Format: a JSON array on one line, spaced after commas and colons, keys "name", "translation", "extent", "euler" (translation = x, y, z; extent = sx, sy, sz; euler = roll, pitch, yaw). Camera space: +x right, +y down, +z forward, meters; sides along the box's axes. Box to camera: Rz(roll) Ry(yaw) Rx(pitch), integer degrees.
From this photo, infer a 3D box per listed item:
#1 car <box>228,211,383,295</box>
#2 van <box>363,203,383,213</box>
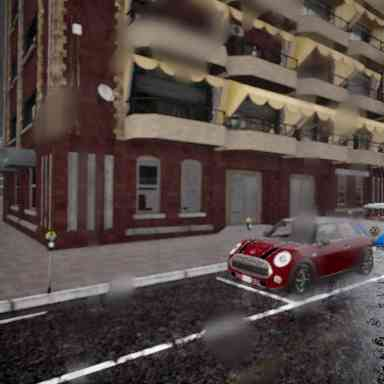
[{"name": "car", "translation": [2.854, 1.400, 8.571], "extent": [4.097, 1.590, 1.967], "euler": [0, 1, -35]}, {"name": "van", "translation": [7.495, 1.270, 11.876], "extent": [3.998, 1.788, 1.690], "euler": [0, 1, -35]}]
